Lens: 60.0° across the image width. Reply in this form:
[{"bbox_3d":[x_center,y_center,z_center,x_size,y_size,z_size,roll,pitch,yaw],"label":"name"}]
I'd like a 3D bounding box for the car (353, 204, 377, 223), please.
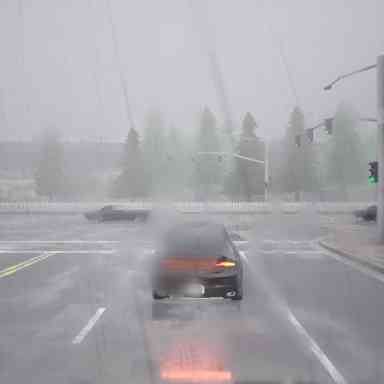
[{"bbox_3d":[14.170,1.545,23.605,4.718,1.301,1.895,0,0,0],"label":"car"}]

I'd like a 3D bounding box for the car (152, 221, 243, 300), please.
[{"bbox_3d":[0.171,1.505,8.374,1.837,1.490,4.892,0,0,2],"label":"car"}]

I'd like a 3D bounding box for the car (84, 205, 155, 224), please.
[{"bbox_3d":[-5.067,1.572,23.725,4.718,1.301,1.895,0,0,0],"label":"car"}]
